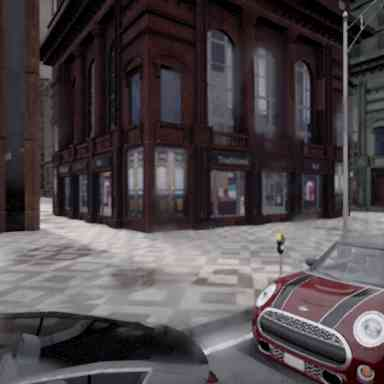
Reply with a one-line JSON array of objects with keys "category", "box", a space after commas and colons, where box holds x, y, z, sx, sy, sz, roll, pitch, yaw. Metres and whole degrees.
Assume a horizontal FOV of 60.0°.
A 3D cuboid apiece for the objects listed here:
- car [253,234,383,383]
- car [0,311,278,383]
[{"category": "car", "box": [2.791, 1.433, 5.021, 4.097, 1.590, 1.967, 0, 0, -36]}, {"category": "car", "box": [-1.768, 1.567, 1.707, 4.313, 1.339, 1.947, 0, 0, -36]}]
